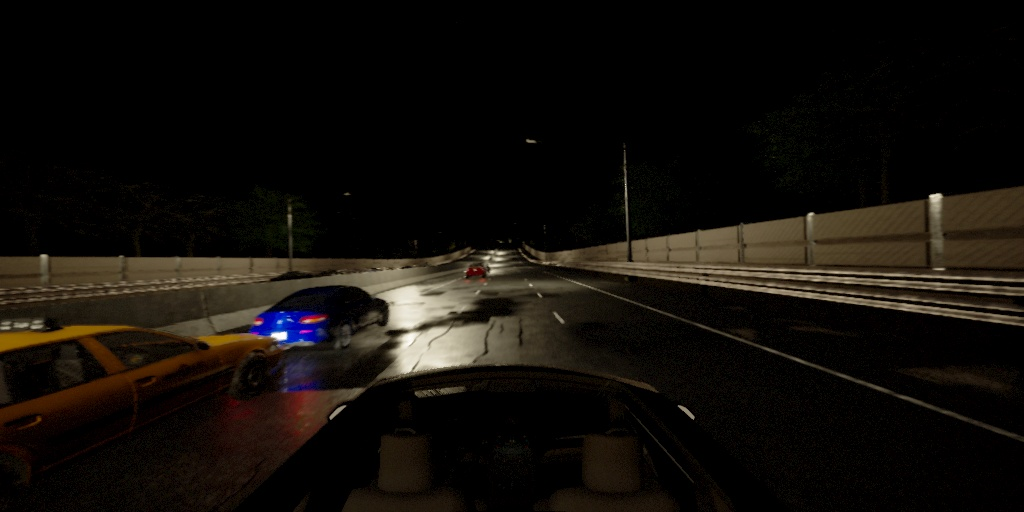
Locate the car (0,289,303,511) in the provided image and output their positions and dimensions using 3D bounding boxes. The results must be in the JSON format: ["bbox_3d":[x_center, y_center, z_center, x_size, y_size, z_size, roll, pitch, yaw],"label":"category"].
[{"bbox_3d":[-4.729,1.387,3.805,1.801,1.575,5.366,-2,0,-1],"label":"car"}]

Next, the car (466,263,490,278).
[{"bbox_3d":[-3.972,1.548,40.695,2.097,1.767,4.553,-2,0,0],"label":"car"}]

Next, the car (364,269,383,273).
[{"bbox_3d":[-14.561,2.109,37.973,1.994,1.385,4.181,-2,-1,0],"label":"car"}]

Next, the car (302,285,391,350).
[{"bbox_3d":[-4.786,1.492,9.622,1.812,1.442,4.674,-2,0,-1],"label":"car"}]

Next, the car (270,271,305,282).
[{"bbox_3d":[-21.551,2.246,35.216,1.882,1.535,5.008,-2,-1,0],"label":"car"}]

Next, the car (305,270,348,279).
[{"bbox_3d":[-18.056,2.154,35.709,1.837,1.490,4.892,-2,-1,0],"label":"car"}]
